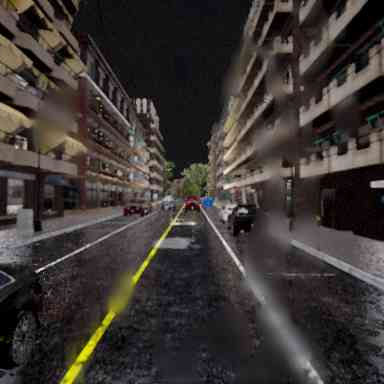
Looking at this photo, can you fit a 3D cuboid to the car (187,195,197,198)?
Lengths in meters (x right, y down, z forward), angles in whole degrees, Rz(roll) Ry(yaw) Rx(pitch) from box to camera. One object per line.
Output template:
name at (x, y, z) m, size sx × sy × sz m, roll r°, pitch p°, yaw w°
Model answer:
car at (0.016, 1.550, 54.773) m, size 2.150 × 2.045 × 5.566 m, roll 0°, pitch 0°, yaw 0°

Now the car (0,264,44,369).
car at (-3.098, 1.510, 2.970) m, size 2.128 × 1.511 × 4.902 m, roll 0°, pitch 0°, yaw 0°

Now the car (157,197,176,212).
car at (-3.089, 1.749, 42.946) m, size 2.128 × 1.511 × 4.902 m, roll 0°, pitch 0°, yaw 0°

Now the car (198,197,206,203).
car at (2.673, 2.123, 90.037) m, size 1.802 × 1.307 × 4.206 m, roll 1°, pitch 0°, yaw 0°

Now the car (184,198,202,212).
car at (0.075, 1.783, 42.824) m, size 1.812 × 1.442 × 4.674 m, roll 0°, pitch -1°, yaw 0°

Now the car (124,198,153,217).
car at (-5.674, 1.521, 34.369) m, size 2.192 × 1.841 × 5.009 m, roll 1°, pitch 0°, yaw 0°

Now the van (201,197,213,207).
van at (2.710, 1.681, 56.612) m, size 1.690 × 1.788 × 3.998 m, roll 1°, pitch 0°, yaw 0°

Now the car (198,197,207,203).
car at (2.672, 2.074, 84.466) m, size 1.947 × 1.339 × 4.313 m, roll 1°, pitch 0°, yaw 0°

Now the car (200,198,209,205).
car at (2.684, 1.985, 73.324) m, size 1.887 × 1.381 × 4.507 m, roll 1°, pitch 0°, yaw 0°

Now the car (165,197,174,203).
car at (-5.675, 2.058, 84.505) m, size 2.008 × 1.369 × 4.403 m, roll 1°, pitch 0°, yaw 0°

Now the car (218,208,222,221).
car at (3.150, 1.684, 26.356) m, size 1.812 × 1.442 × 4.674 m, roll 0°, pitch 0°, yaw 0°

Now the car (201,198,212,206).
car at (2.712, 1.900, 62.352) m, size 1.752 × 1.417 × 4.829 m, roll 1°, pitch 0°, yaw 0°

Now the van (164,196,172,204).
van at (-5.673, 1.815, 78.937) m, size 1.690 × 1.788 × 3.998 m, roll 1°, pitch 0°, yaw 0°

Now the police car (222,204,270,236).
police car at (3.135, 1.542, 19.466) m, size 1.930 × 1.638 × 5.238 m, roll 0°, pitch 0°, yaw 0°
